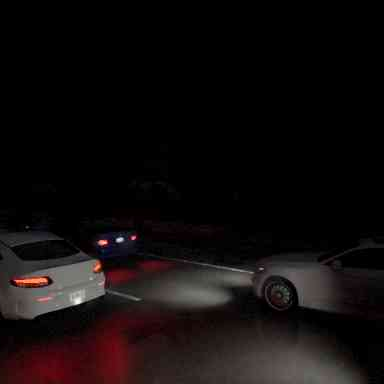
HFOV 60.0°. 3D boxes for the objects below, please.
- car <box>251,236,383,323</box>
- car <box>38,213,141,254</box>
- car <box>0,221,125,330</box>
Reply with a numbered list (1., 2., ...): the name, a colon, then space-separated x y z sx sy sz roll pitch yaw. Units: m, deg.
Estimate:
1. car: 3.356 1.525 5.898 4.674 1.442 1.812 0 0 36
2. car: -4.168 1.430 11.322 5.357 1.411 2.033 1 1 36
3. car: -3.696 1.455 6.663 4.674 1.442 1.812 1 1 36
